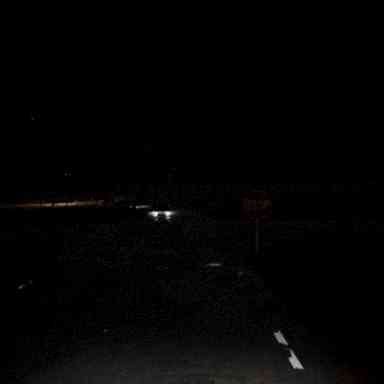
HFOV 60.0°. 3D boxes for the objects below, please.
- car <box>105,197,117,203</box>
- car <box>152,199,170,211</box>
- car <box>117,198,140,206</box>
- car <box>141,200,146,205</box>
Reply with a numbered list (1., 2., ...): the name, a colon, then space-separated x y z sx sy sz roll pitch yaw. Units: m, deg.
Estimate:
1. car: -17.754 1.904 73.633 4.181 1.385 1.994 -1 0 42
2. car: -4.061 1.649 42.930 1.882 1.535 5.008 0 0 -12
3. car: -11.800 1.931 62.308 1.895 1.301 4.718 -1 0 -32
4. car: -11.107 1.923 66.137 1.895 1.301 4.718 -1 0 -37
